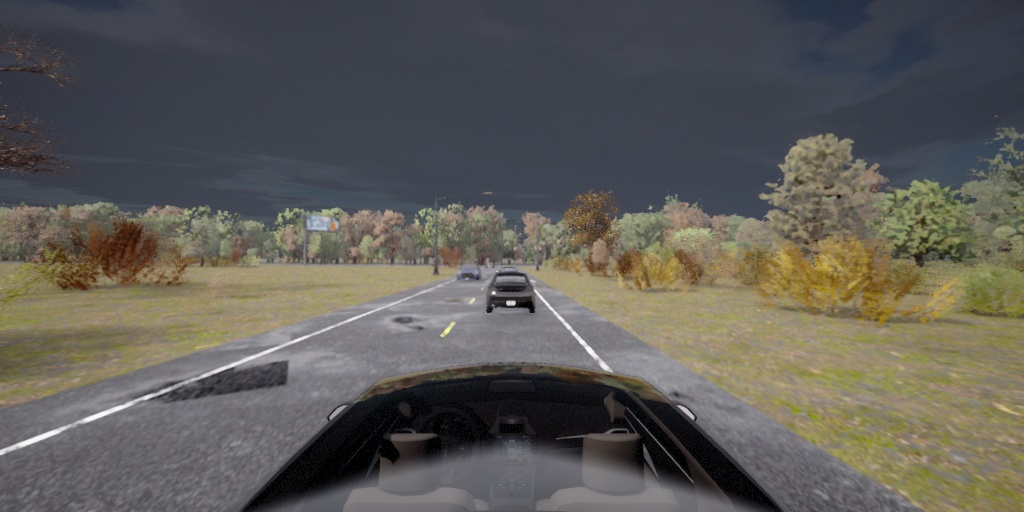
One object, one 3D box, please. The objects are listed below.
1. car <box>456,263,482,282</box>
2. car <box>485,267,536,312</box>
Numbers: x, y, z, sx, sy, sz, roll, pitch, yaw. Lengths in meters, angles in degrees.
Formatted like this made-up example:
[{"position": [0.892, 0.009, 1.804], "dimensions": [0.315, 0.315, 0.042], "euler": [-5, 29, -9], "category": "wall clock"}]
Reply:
[{"position": [-4.038, 1.495, 34.413], "dimensions": [2.097, 1.767, 4.553], "euler": [0, -1, -1], "category": "car"}, {"position": [-0.062, 1.417, 15.034], "dimensions": [1.837, 1.490, 4.892], "euler": [0, 0, -1], "category": "car"}]
